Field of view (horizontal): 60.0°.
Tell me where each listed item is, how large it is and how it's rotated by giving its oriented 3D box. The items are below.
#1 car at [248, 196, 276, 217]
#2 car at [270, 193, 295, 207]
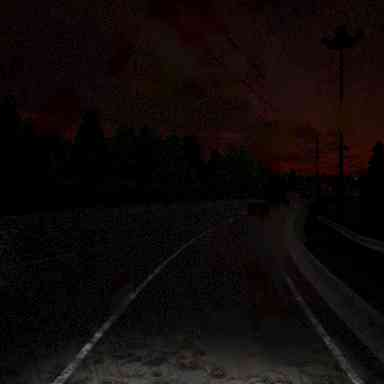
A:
[{"bbox_3d":[6.304,1.381,30.478,1.882,1.535,5.008,0,0,18],"label":"car"},{"bbox_3d":[13.288,1.350,48.868,2.128,1.511,4.902,0,0,24],"label":"car"}]
